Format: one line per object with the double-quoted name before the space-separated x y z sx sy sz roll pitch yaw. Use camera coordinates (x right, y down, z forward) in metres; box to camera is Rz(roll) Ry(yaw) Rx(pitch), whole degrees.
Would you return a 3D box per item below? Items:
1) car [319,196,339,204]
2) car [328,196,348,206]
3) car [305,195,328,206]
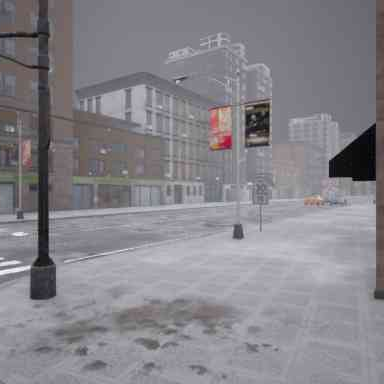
"car" 24.889 1.373 60.272 2.033 1.411 5.357 0 0 37
"car" 22.728 1.376 51.466 2.033 1.411 5.357 0 0 34
"car" 19.300 1.181 52.250 2.097 1.767 4.553 0 0 35
